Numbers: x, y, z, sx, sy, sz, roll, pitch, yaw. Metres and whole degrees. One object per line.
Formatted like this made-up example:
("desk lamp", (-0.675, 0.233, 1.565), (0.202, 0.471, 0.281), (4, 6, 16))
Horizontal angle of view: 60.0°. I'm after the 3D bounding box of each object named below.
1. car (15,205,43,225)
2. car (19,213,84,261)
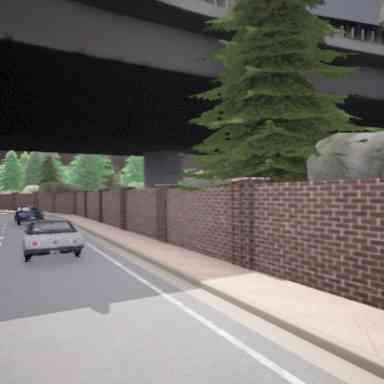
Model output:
("car", (-13.061, 1.794, 26.688), (1.812, 1.442, 4.674), (0, 0, -31))
("car", (-5.563, 1.724, 12.961), (1.895, 1.301, 4.718), (0, 0, -28))
